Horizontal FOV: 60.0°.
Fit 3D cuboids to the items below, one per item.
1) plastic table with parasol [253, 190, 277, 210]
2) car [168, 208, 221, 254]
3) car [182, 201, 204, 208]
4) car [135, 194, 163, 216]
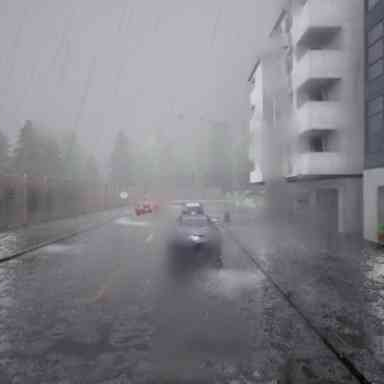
[{"bbox_3d":[9.243,0.967,42.103,2.482,2.480,2.482,0,0,0],"label":"plastic table with parasol"},{"bbox_3d":[0.098,1.578,13.559,1.994,1.385,4.181,0,0,0],"label":"car"},{"bbox_3d":[0.087,1.555,29.512,1.812,1.442,4.674,0,0,0],"label":"car"},{"bbox_3d":[-4.111,1.253,32.691,2.150,2.045,5.566,0,0,0],"label":"car"}]
